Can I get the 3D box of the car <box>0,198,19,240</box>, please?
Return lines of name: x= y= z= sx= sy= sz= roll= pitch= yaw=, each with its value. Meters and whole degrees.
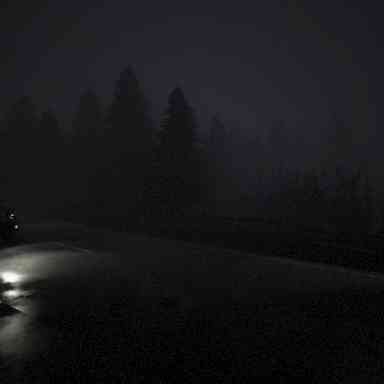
car: x=-8.947 y=0.761 z=13.176 sx=5.566 sy=2.045 sz=2.150 roll=2 pitch=1 yaw=41
